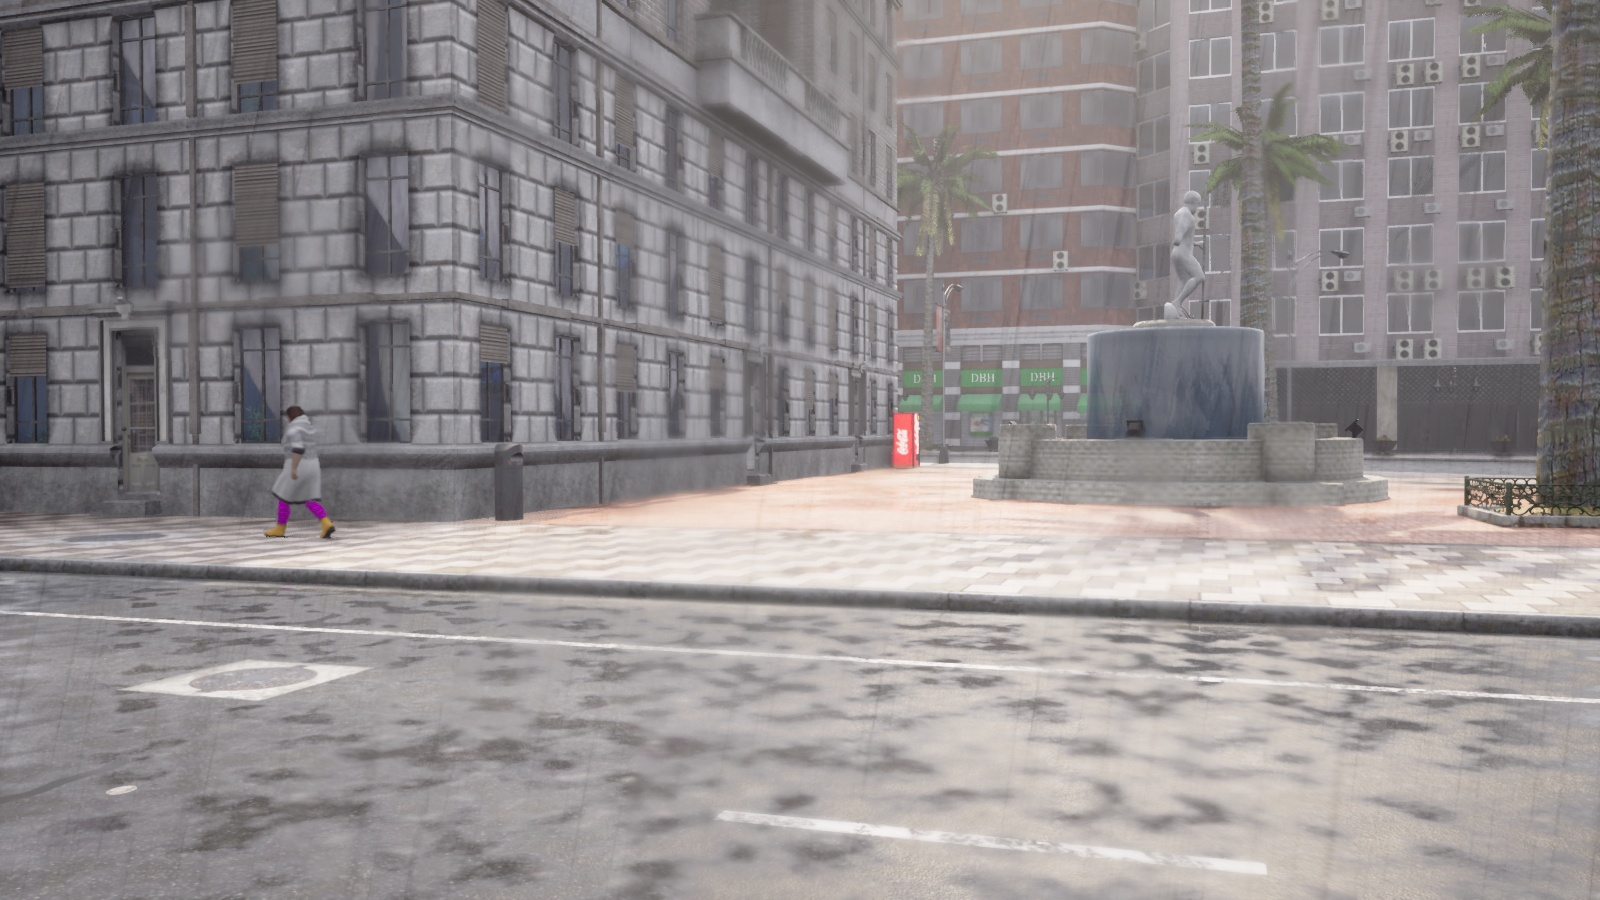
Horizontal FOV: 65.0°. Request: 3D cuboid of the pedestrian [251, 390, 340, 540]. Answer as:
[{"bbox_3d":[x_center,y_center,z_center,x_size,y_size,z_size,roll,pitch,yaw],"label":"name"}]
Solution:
[{"bbox_3d":[-6.733,0.189,16.769,0.873,1.952,0.659,0,1,16],"label":"pedestrian"}]
